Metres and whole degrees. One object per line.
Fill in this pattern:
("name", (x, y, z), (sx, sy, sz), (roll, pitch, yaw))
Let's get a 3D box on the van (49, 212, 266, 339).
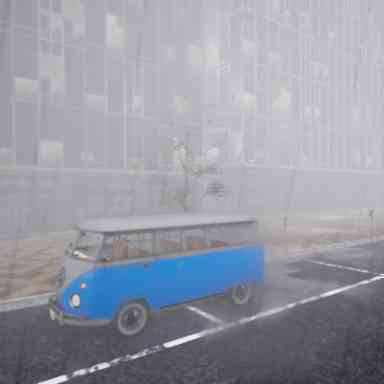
("van", (-0.410, 1.321, 6.266), (3.998, 1.788, 1.690), (0, 0, -35))
